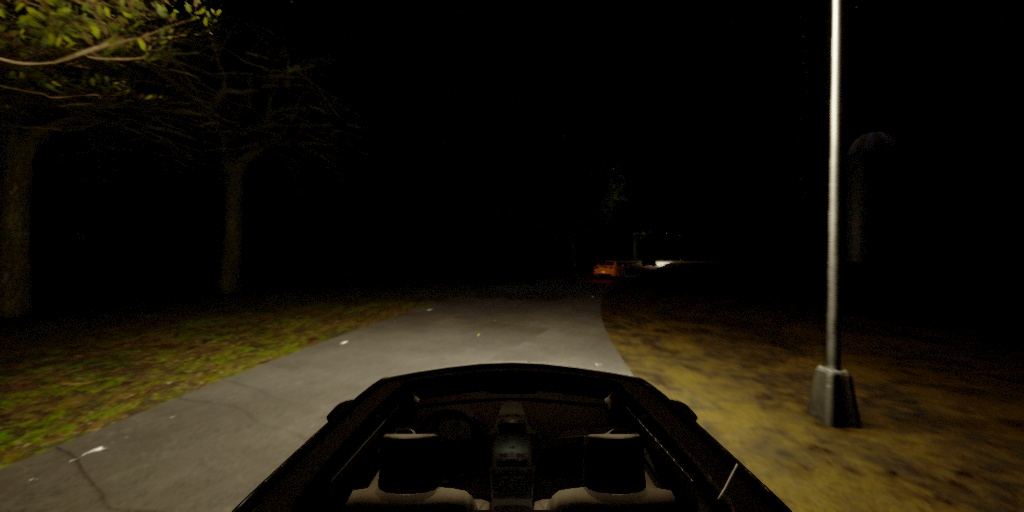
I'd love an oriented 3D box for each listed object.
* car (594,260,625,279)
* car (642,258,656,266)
[{"bbox_3d":[8.454,1.116,30.920,1.882,1.535,5.008,1,0,27],"label":"car"},{"bbox_3d":[22.854,1.040,59.802,1.895,1.301,4.718,1,1,27],"label":"car"}]
